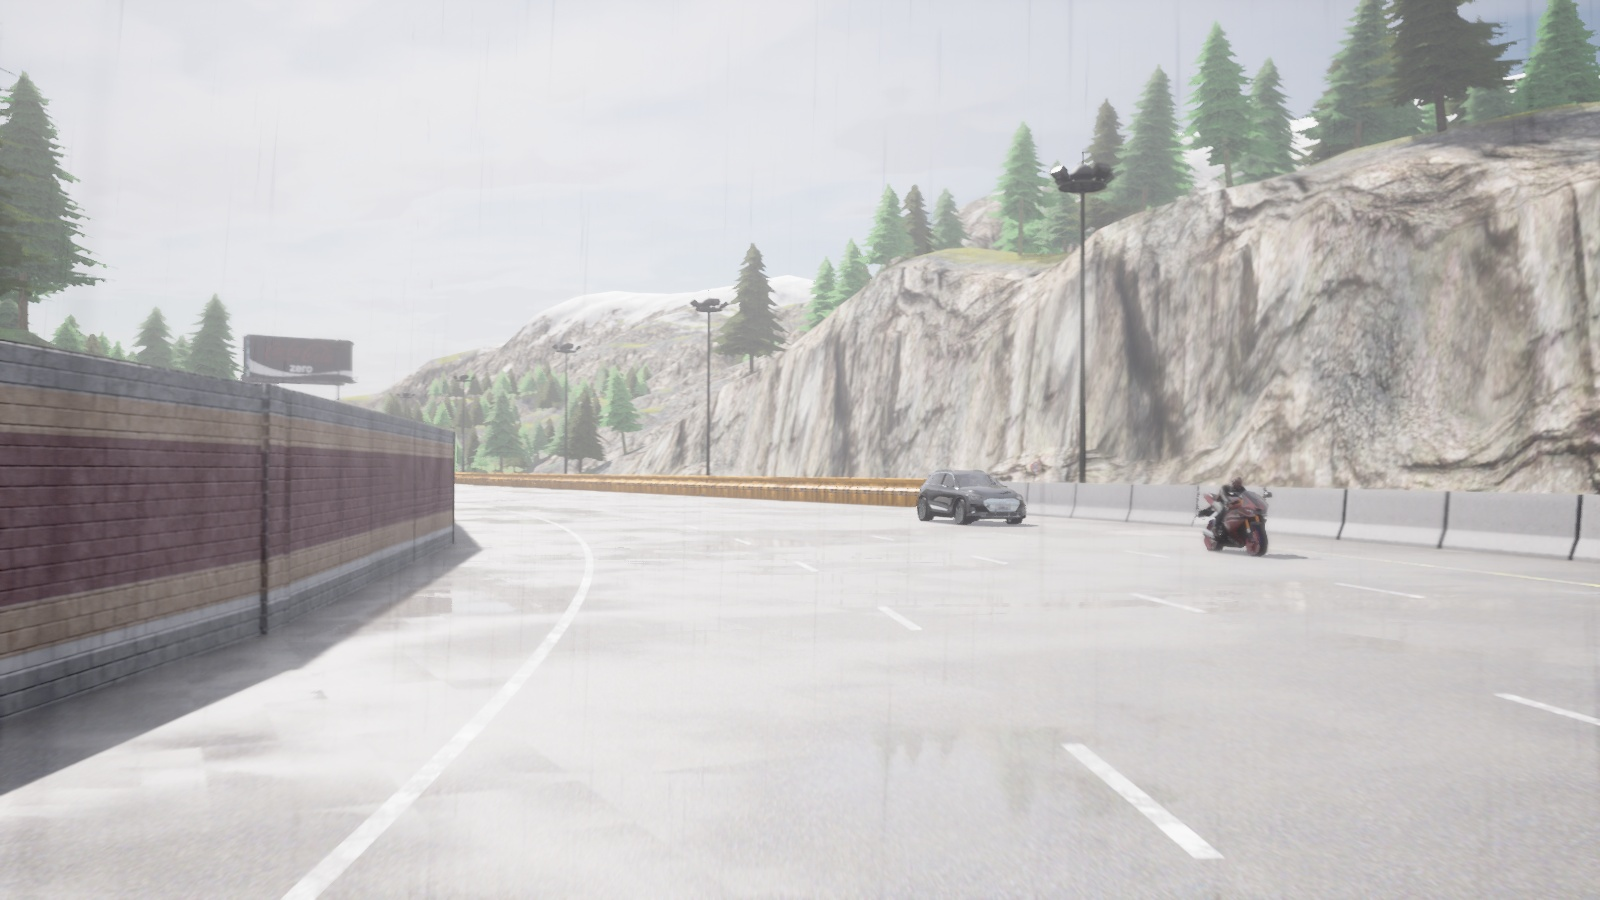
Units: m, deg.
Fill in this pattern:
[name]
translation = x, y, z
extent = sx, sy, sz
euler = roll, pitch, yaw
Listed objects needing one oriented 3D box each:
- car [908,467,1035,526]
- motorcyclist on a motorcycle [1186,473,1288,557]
[car]
translation = 5.120, 1.362, 38.243
extent = 2.033, 1.649, 4.856
euler = 0, -1, -16
[motorcyclist on a motorcycle]
translation = 8.364, 1.217, 24.132
extent = 0.866, 1.530, 2.191
euler = 0, -1, -10
